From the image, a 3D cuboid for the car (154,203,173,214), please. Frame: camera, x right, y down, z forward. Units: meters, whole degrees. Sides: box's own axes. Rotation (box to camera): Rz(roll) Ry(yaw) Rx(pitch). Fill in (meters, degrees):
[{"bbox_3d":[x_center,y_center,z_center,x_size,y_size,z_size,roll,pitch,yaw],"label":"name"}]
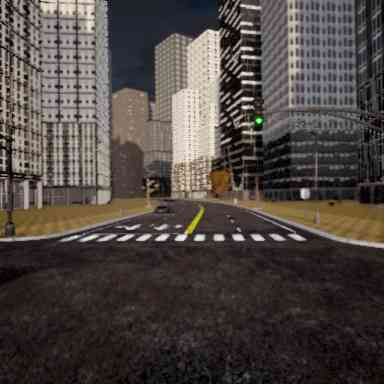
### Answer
[{"bbox_3d":[-3.720,2.162,43.928,1.994,1.385,4.181,-1,-1,3],"label":"car"}]
